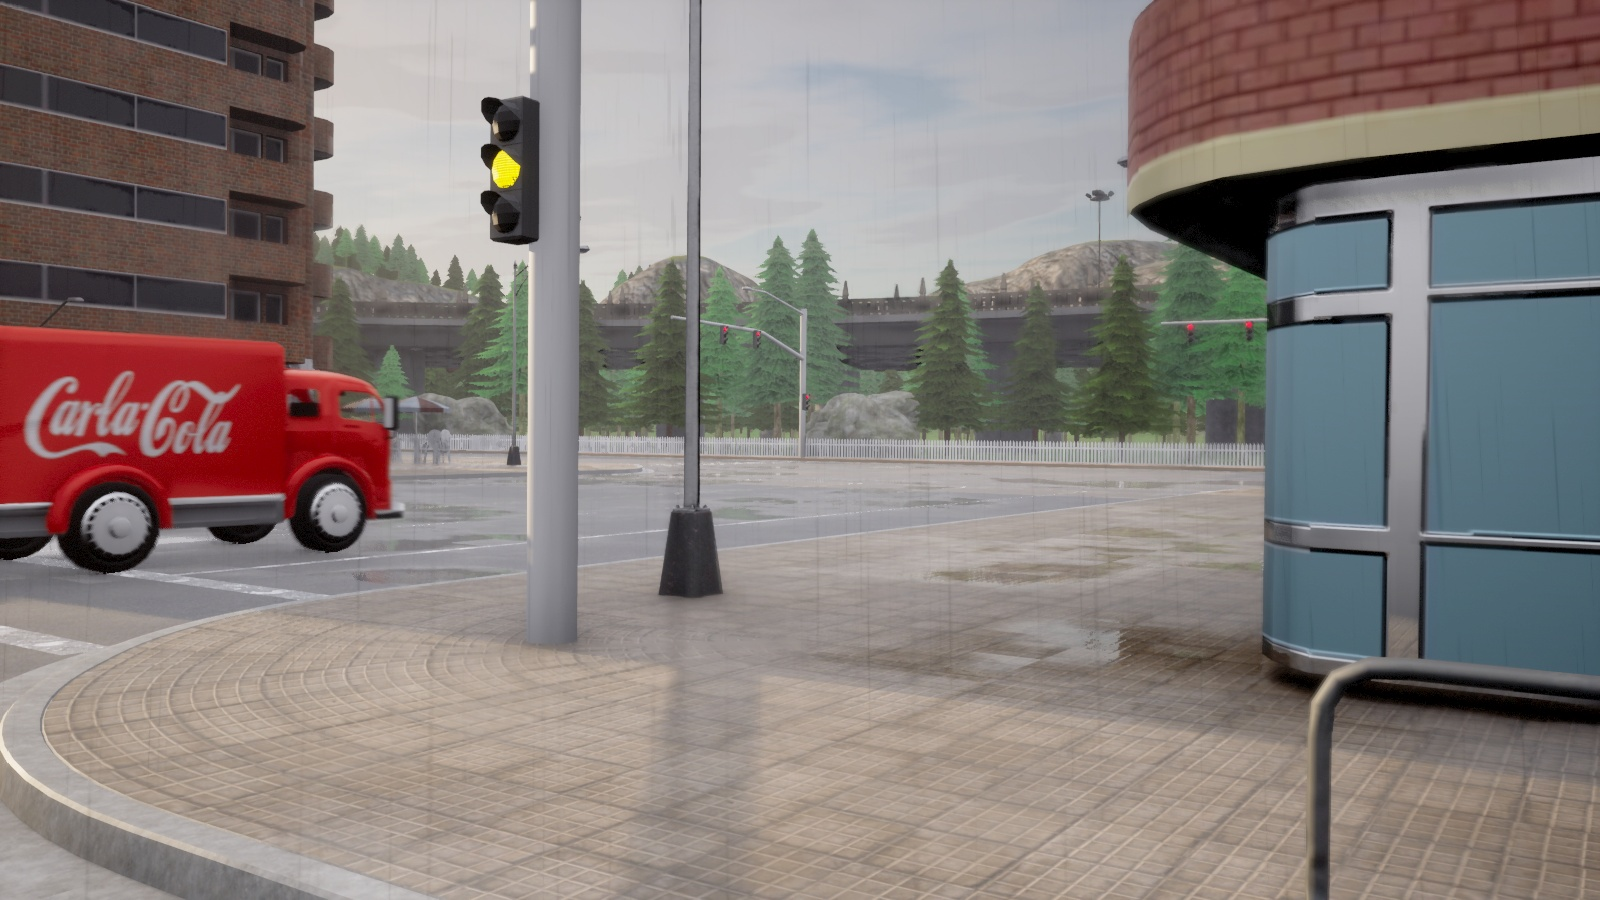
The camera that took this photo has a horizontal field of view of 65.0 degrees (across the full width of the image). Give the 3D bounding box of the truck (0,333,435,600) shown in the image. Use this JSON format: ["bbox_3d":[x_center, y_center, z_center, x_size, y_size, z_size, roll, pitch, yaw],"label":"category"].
[{"bbox_3d":[-7.132,0.114,14.326,2.627,2.467,5.204,0,1,34],"label":"truck"}]
